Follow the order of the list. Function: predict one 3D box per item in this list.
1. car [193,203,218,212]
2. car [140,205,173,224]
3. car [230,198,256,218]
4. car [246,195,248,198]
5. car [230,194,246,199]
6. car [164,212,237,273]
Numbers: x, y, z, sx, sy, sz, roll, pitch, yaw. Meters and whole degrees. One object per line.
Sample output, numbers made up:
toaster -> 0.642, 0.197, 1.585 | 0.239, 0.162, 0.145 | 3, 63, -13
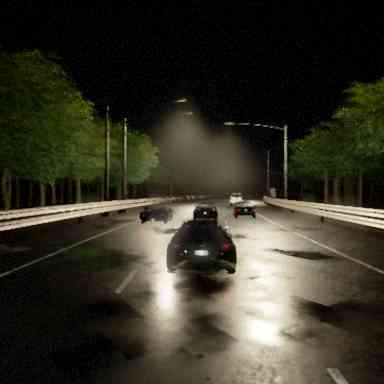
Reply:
car -> 1.143, 1.594, 27.531 | 1.994, 1.385, 4.181 | 0, 0, 4
car -> -2.544, 1.625, 25.073 | 1.895, 1.301, 4.718 | 0, 0, 4
car -> 4.717, 1.583, 30.267 | 2.033, 1.411, 5.357 | 0, 0, 5
car -> 12.060, 1.551, 81.405 | 1.882, 1.535, 5.008 | 0, 0, 12
car -> 7.521, 1.277, 55.612 | 2.150, 2.045, 5.566 | 0, 0, 8
car -> 0.307, 1.576, 10.759 | 1.994, 1.385, 4.181 | 0, 0, 2
